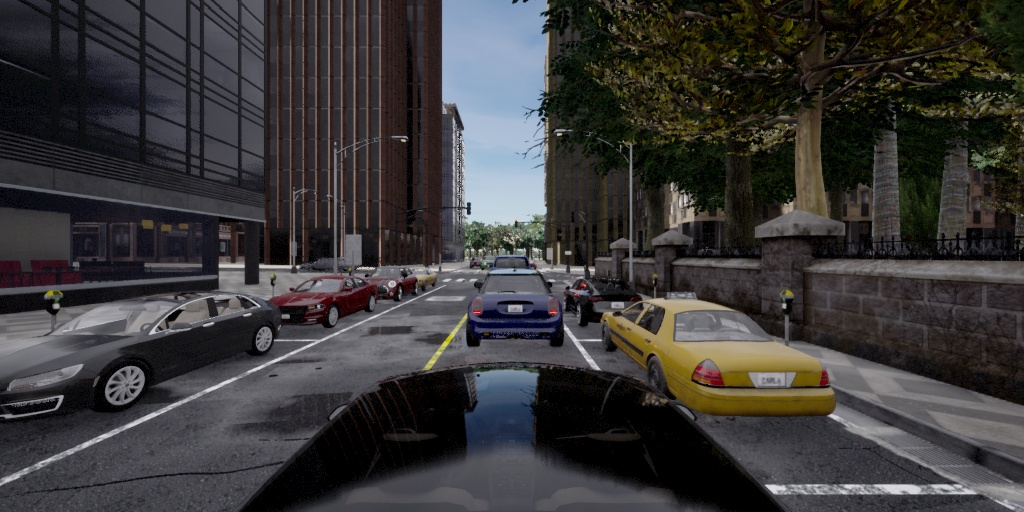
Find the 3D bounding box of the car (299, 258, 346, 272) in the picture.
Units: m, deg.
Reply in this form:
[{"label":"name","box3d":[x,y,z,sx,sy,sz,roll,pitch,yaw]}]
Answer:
[{"label":"car","box3d":[-18.839,0.958,36.940,5.357,1.411,2.033,1,0,0]}]

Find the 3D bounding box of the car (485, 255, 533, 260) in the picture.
[{"label":"car","box3d":[-0.021,0.972,18.941,2.150,2.045,5.566,0,0,0]}]

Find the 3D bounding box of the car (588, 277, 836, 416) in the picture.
[{"label":"car","box3d":[2.756,1.275,6.116,1.751,1.417,4.829,0,0,0]}]

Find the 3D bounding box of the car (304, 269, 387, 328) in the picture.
[{"label":"car","box3d":[-5.778,1.295,11.388,1.888,1.381,4.507,0,0,0]}]

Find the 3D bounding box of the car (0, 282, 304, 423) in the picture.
[{"label":"car","box3d":[-5.769,1.300,5.931,2.007,1.370,4.403,0,0,0]}]

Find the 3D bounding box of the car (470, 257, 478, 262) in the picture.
[{"label":"car","box3d":[-5.851,1.079,59.709,2.192,1.841,5.009,0,0,0]}]

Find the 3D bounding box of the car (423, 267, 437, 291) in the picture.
[{"label":"car","box3d":[-5.794,1.277,22.131,1.751,1.417,4.829,0,0,0]}]

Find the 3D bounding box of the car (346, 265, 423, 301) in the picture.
[{"label":"car","box3d":[-5.786,1.190,16.845,1.967,1.591,4.097,0,0,0]}]

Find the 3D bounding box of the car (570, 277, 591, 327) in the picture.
[{"label":"car","box3d":[2.747,1.316,11.403,1.948,1.339,4.313,0,0,0]}]

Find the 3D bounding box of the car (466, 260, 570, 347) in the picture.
[{"label":"car","box3d":[0.041,1.102,9.506,2.097,1.767,4.553,0,0,-1]}]

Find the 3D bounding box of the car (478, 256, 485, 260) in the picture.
[{"label":"car","box3d":[-3.177,0.982,51.183,2.150,2.045,5.566,0,0,0]}]
